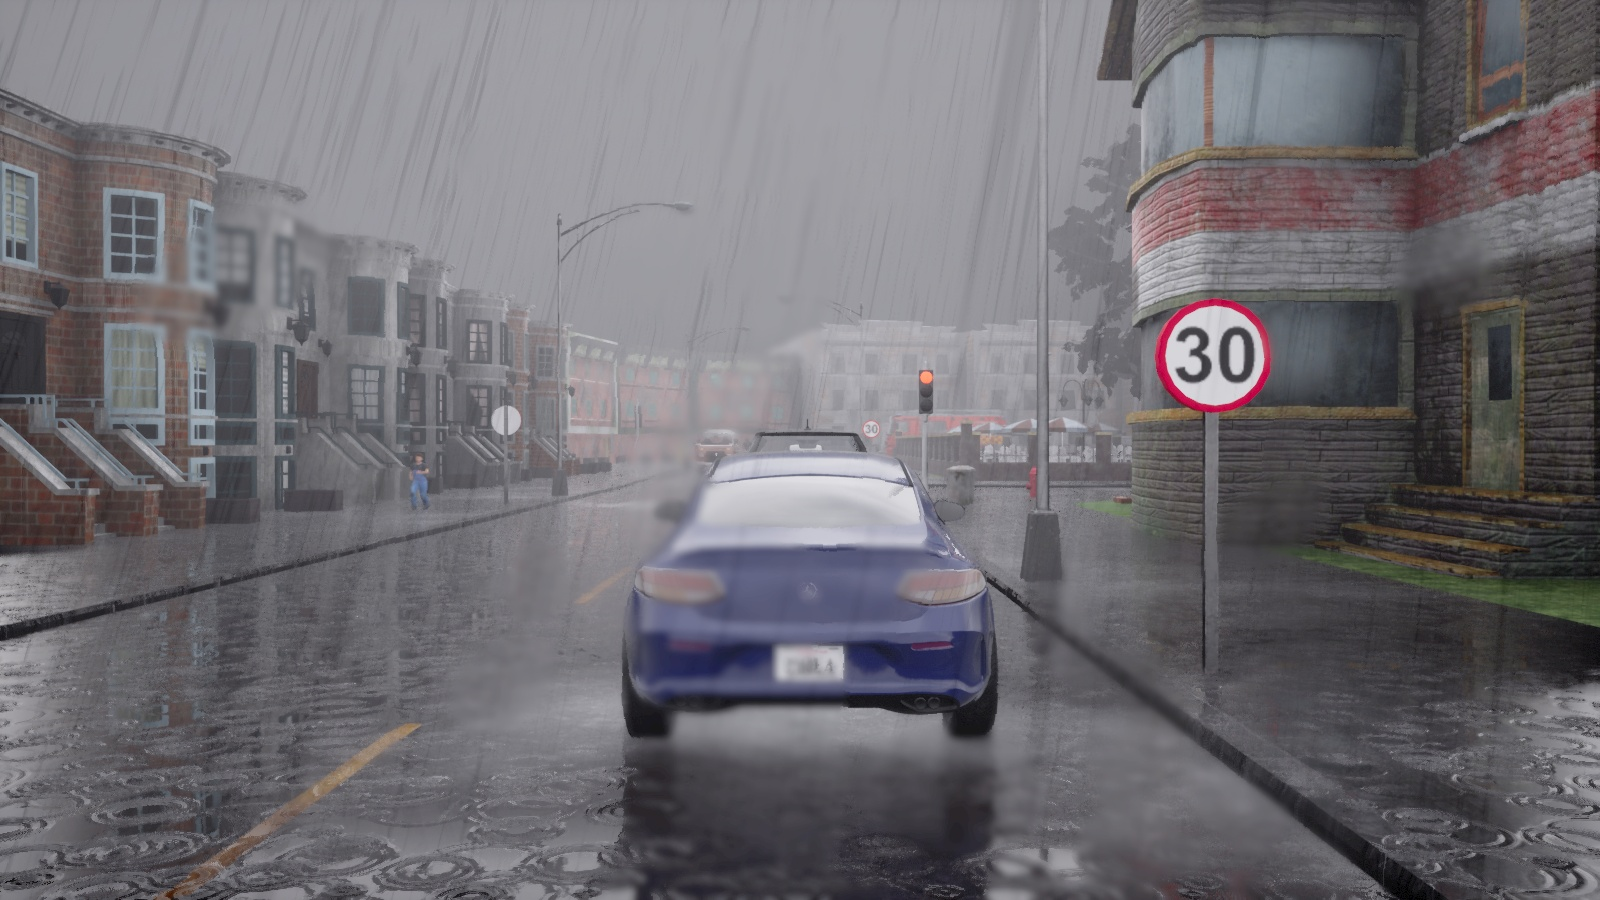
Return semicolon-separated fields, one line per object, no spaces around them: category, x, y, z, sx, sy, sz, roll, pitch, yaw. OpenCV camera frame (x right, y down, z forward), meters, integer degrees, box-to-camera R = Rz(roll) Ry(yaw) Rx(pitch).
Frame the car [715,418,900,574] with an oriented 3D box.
car;0.102;0.512;16.547;2.097;1.767;4.553;0;0;0

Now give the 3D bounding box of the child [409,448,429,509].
child;-7.891;0.583;25.991;0.270;1.263;0.437;0;0;1

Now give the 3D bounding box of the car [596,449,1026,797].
car;0.058;0.729;7.638;1.812;1.442;4.674;0;0;0

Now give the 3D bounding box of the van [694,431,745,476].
van;-3.687;0.138;58.259;2.069;2.038;4.480;0;0;0

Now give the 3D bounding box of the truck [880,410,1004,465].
truck;10.017;-0.913;89.118;8.468;3.827;2.891;0;0;0
